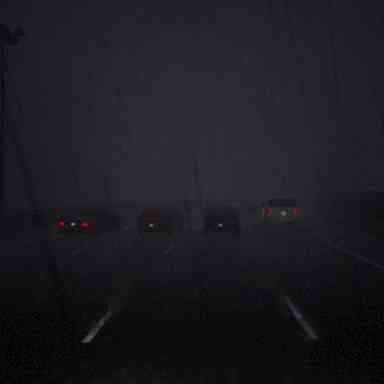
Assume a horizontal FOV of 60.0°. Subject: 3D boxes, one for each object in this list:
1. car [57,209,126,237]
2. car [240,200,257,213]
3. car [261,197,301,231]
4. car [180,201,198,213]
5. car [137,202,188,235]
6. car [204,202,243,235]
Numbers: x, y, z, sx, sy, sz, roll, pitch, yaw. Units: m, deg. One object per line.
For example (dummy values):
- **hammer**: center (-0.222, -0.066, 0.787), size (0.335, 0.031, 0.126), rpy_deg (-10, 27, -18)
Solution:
- **car**: center (-5.394, 1.627, 18.584), size (2.033, 1.411, 5.357), rpy_deg (0, 0, 8)
- **car**: center (6.476, 1.670, 38.937), size (2.128, 1.511, 4.902), rpy_deg (0, 0, 17)
- **car**: center (5.780, 1.321, 21.865), size (2.150, 2.045, 5.566), rpy_deg (0, -1, 10)
- **car**: center (-0.687, 1.740, 39.413), size (1.994, 1.385, 4.181), rpy_deg (0, 0, 17)
- **car**: center (-1.706, 1.564, 19.375), size (1.882, 1.535, 5.008), rpy_deg (0, 0, 8)
- **car**: center (1.860, 1.567, 19.537), size (1.882, 1.535, 5.008), rpy_deg (0, 0, 9)
